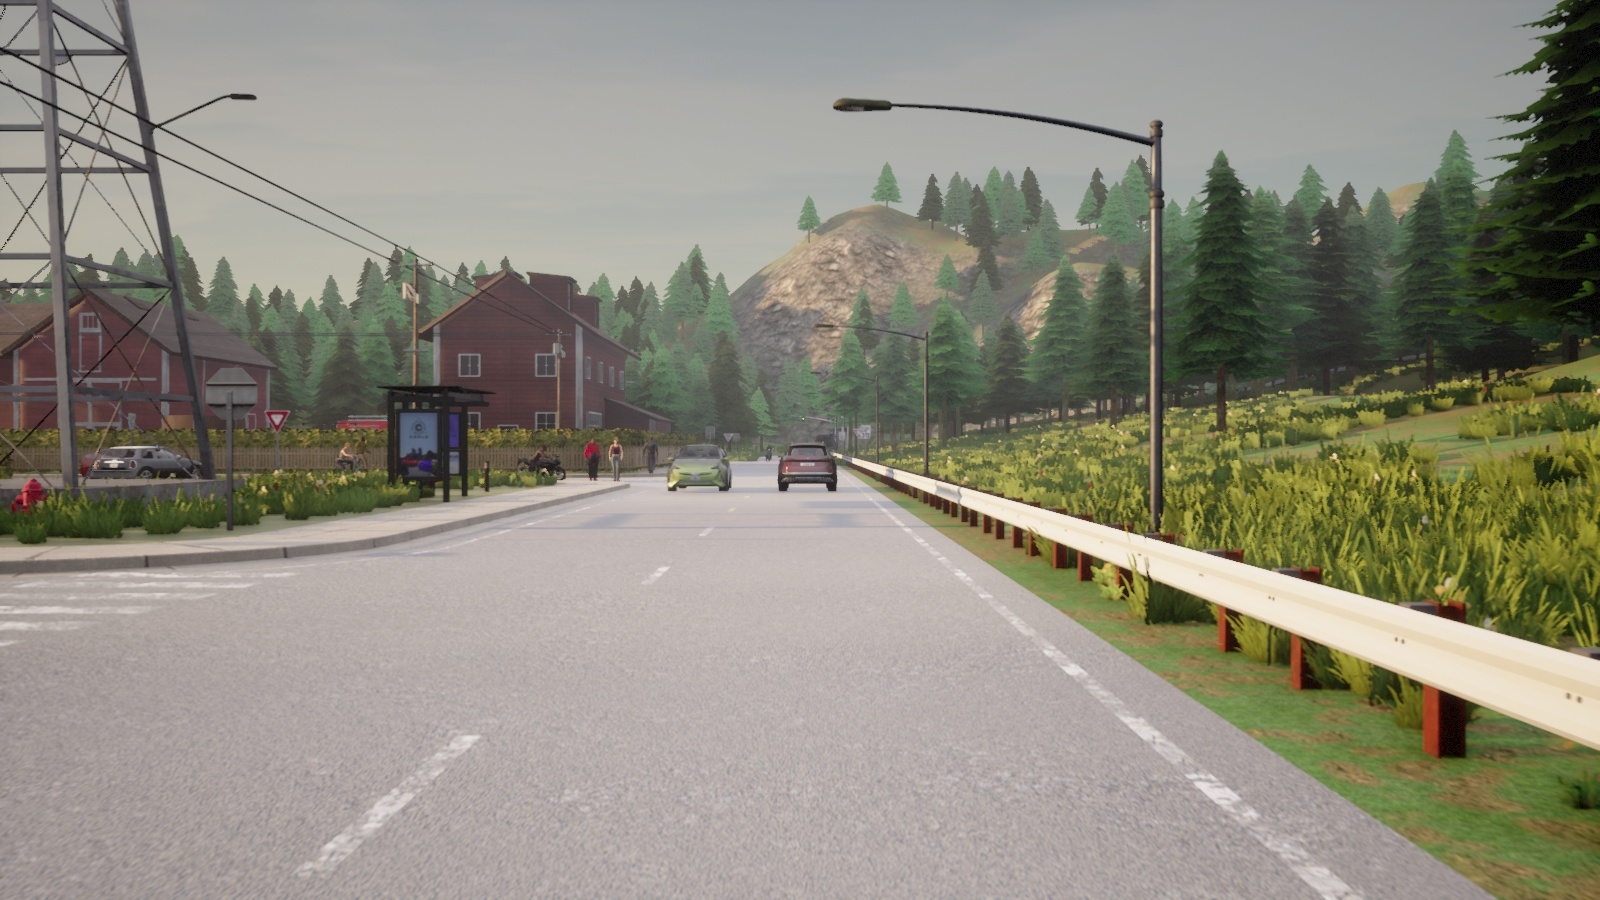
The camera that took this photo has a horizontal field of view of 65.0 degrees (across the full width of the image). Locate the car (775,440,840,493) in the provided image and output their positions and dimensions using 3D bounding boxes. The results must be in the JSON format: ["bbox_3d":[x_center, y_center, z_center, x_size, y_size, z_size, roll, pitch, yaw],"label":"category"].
[{"bbox_3d":[0.250,0.511,41.940,2.033,1.649,4.856,0,0,0],"label":"car"}]

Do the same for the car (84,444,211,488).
[{"bbox_3d":[-22.542,0.521,43.562,1.970,1.475,3.806,0,0,11],"label":"car"}]

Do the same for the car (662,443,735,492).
[{"bbox_3d":[-3.254,0.528,41.233,2.007,1.525,4.514,0,0,0],"label":"car"}]

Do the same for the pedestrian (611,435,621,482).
[{"bbox_3d":[-7.245,0.331,49.401,0.345,1.836,0.594,0,0,-12],"label":"pedestrian"}]

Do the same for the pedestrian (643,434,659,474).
[{"bbox_3d":[-7.056,0.197,59.568,0.563,1.883,0.849,0,0,6],"label":"pedestrian"}]

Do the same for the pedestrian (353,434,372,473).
[{"bbox_3d":[-20.354,0.154,58.401,0.726,1.835,0.370,0,0,-1],"label":"pedestrian"}]

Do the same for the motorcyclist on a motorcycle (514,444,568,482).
[{"bbox_3d":[-10.490,0.519,50.905,2.044,1.523,0.797,0,0,1],"label":"motorcyclist on a motorcycle"}]

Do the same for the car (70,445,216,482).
[{"bbox_3d":[-26.540,0.524,50.877,4.792,1.488,2.163,0,0,0],"label":"car"}]

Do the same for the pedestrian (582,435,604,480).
[{"bbox_3d":[-8.563,0.320,51.912,0.634,1.844,0.899,0,0,-27],"label":"pedestrian"}]
